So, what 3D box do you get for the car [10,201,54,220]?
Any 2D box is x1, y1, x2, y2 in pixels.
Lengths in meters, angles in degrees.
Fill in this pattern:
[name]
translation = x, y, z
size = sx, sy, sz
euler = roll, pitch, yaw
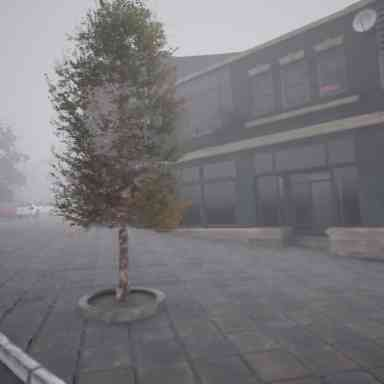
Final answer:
[car]
translation = -18.219, 2.038, 38.762
size = 2.150, 2.045, 5.566
euler = -4, -1, 3
